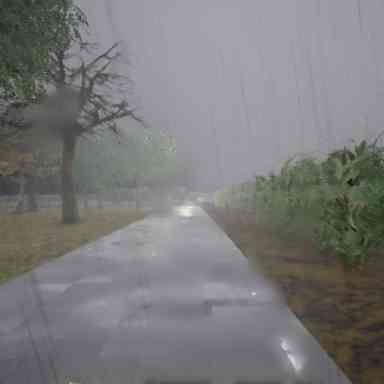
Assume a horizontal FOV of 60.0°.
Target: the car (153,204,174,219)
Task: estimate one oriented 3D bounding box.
[{"bbox_3d":[-2.736,1.896,33.302,2.033,1.411,5.357,0,-1,0],"label":"car"}]
